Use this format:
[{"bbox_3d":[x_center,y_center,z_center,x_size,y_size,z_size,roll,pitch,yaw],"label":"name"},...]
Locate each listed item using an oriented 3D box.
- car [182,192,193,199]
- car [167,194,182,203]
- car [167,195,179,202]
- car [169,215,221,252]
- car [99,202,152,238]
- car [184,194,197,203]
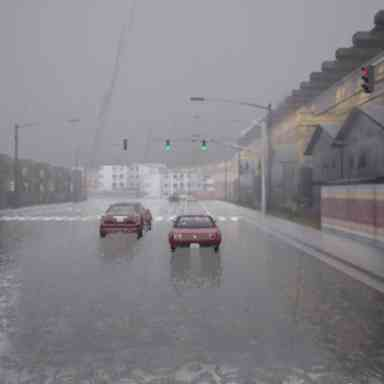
[{"bbox_3d":[-1.269,1.009,78.115,2.150,2.045,5.566,0,0,-17],"label":"car"},{"bbox_3d":[-3.488,1.409,65.968,1.882,1.535,5.008,0,0,-3],"label":"car"},{"bbox_3d":[-4.404,1.421,76.236,1.837,1.490,4.892,0,0,-17],"label":"car"},{"bbox_3d":[0.105,1.586,13.886,1.895,1.301,4.718,0,0,0],"label":"car"},{"bbox_3d":[-3.394,1.333,17.835,2.097,1.767,4.553,0,0,0],"label":"car"},{"bbox_3d":[-0.011,1.528,68.190,1.895,1.301,4.718,0,0,-3],"label":"car"}]
